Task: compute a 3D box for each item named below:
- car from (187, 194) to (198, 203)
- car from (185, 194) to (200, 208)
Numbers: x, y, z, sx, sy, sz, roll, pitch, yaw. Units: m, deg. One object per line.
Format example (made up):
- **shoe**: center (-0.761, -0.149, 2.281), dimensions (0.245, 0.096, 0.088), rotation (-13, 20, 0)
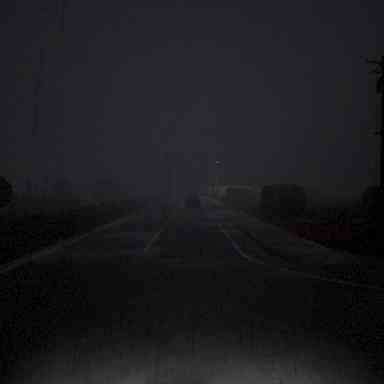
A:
- **car**: center (0.085, 1.185, 61.707), dimensions (1.837, 1.490, 4.892), rotation (0, 0, 0)
- **car**: center (0.096, 1.254, 42.723), dimensions (1.882, 1.535, 5.008), rotation (0, 0, 0)
